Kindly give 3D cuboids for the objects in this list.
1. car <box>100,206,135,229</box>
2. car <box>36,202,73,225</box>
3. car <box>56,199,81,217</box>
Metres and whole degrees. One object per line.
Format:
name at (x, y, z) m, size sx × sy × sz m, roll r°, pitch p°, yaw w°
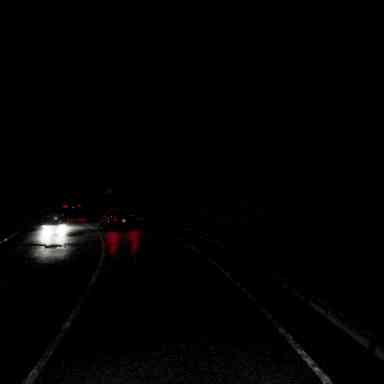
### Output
car at (-5.189, 1.663, 23.007) m, size 1.812 × 1.442 × 4.674 m, roll -1°, pitch -1°, yaw -23°
car at (-12.133, 1.921, 28.522) m, size 2.128 × 1.511 × 4.902 m, roll -2°, pitch -1°, yaw -32°
car at (-14.659, 1.856, 38.323) m, size 2.150 × 2.045 × 5.566 m, roll -3°, pitch 0°, yaw -40°
